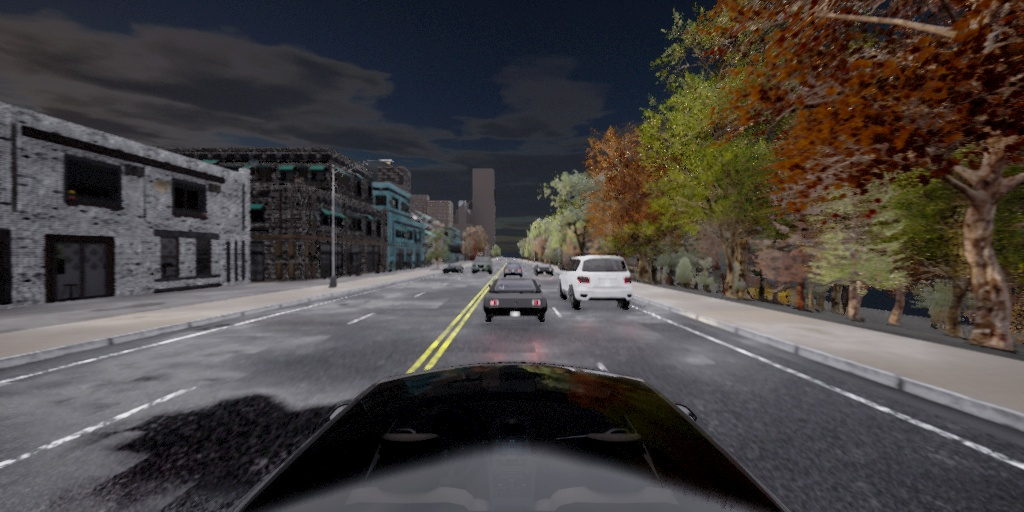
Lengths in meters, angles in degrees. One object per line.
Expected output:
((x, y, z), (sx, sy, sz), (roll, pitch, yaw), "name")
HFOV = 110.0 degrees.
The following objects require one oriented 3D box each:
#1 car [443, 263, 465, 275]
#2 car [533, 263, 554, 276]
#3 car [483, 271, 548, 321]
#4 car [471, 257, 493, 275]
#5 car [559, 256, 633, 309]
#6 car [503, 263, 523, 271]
((-6.607, 1.459, 40.739), (1.895, 1.301, 4.718), (0, 0, 0), "car")
((3.336, 1.455, 38.934), (1.895, 1.301, 4.718), (0, 0, 0), "car")
((0.096, 1.381, 12.517), (1.895, 1.301, 4.718), (0, 0, 0), "car")
((-3.357, 1.081, 41.463), (2.150, 2.045, 5.566), (0, 0, 0), "car")
((3.345, 1.010, 15.241), (2.150, 2.045, 5.566), (0, 0, 0), "car")
((0.088, 1.391, 35.105), (2.033, 1.411, 5.357), (0, 0, 0), "car")
